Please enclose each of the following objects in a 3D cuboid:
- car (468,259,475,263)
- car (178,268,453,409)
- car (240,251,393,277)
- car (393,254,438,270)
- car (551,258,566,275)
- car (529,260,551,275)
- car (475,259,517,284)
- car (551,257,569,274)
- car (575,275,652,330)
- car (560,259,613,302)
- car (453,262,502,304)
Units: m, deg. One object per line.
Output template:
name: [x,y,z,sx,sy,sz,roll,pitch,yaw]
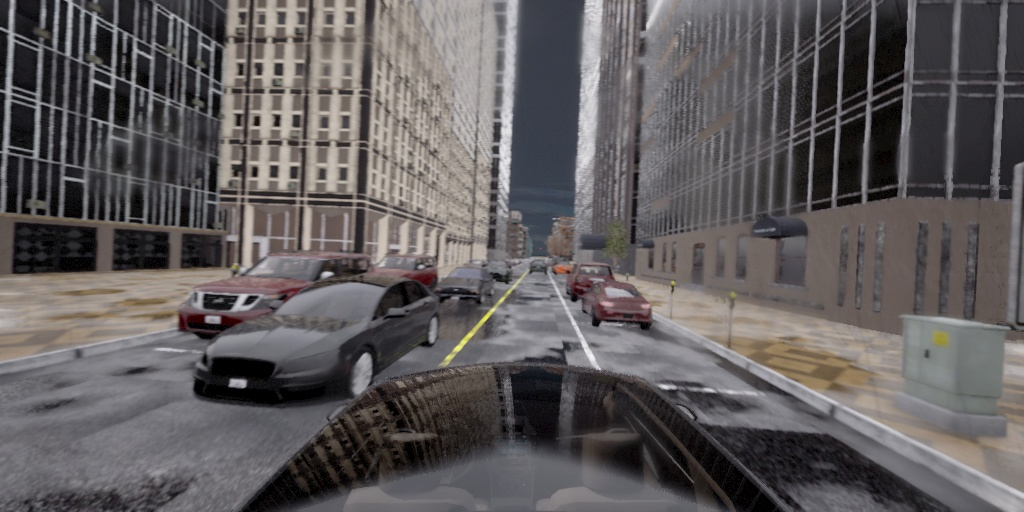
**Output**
car: [-3.261,1.018,31.456,1.967,1.591,4.097,0,0,5]
car: [-2.663,1.120,6.238,1.837,1.490,4.892,3,0,6]
car: [-5.106,0.812,8.831,2.192,1.841,5.009,0,0,5]
car: [-4.610,0.834,15.143,2.192,1.841,5.009,0,0,5]
car: [6.041,1.374,42.583,2.097,1.767,4.553,3,0,5]
car: [3.143,1.232,42.529,2.097,1.767,4.553,3,0,4]
car: [-1.089,1.036,26.194,2.097,1.767,4.553,3,0,4]
car: [6.594,1.272,49.622,2.150,2.045,5.566,3,0,5]
car: [3.281,1.483,11.782,1.802,1.307,4.207,0,0,5]
car: [3.755,1.237,17.801,2.192,1.841,5.009,0,0,5]
car: [-1.909,1.196,16.032,2.033,1.411,5.357,3,0,4]
